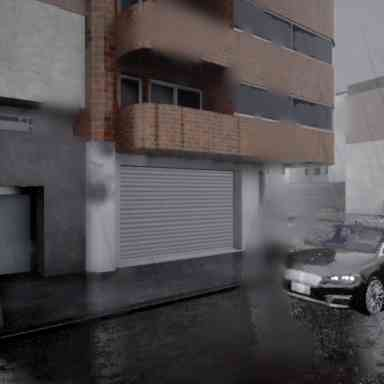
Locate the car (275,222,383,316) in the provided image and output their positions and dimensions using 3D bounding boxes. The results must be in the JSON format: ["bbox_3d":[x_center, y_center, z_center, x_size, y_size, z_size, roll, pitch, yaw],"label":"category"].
[{"bbox_3d":[3.904,1.491,7.623,4.902,1.511,2.128,0,0,-39],"label":"car"}]
